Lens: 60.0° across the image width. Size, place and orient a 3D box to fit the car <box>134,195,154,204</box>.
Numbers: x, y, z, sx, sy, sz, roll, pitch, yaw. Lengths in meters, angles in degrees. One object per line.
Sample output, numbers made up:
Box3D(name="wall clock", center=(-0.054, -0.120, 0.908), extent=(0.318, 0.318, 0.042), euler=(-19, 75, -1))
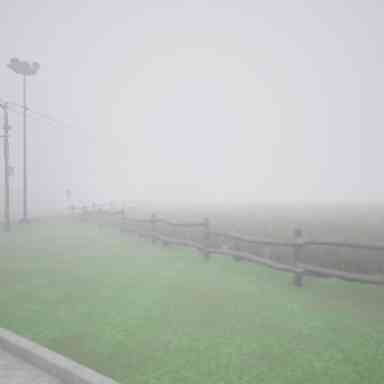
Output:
Box3D(name="car", center=(-10.308, 1.990, 72.190), extent=(1.895, 1.301, 4.718), euler=(0, 0, 10))

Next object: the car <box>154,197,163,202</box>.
Box3D(name="car", center=(-8.533, 1.822, 82.004), extent=(1.994, 1.385, 4.181), euler=(0, 0, 10))

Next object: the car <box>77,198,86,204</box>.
Box3D(name="car", center=(-24.065, 2.012, 74.790), extent=(1.812, 1.442, 4.674), euler=(0, 0, 10))

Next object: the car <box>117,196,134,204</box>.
Box3D(name="car", center=(-13.832, 1.958, 72.374), extent=(2.033, 1.411, 5.357), euler=(0, 0, 10))

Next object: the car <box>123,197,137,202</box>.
Box3D(name="car", center=(-15.421, 1.873, 83.251), extent=(1.994, 1.385, 4.181), euler=(0, 0, 10))

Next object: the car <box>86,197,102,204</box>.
Box3D(name="car", center=(-20.721, 1.936, 73.621), extent=(1.882, 1.535, 5.008), euler=(0, 0, 10))

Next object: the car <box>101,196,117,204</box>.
Box3D(name="car", center=(-17.276, 1.983, 72.997), extent=(2.033, 1.411, 5.357), euler=(0, 0, 10))

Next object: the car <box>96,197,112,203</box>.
Box3D(name="car", center=(-22.304, 1.966, 84.527), extent=(1.895, 1.301, 4.718), euler=(0, 0, 10))

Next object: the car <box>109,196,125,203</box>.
Box3D(name="car", center=(-18.866, 1.823, 83.874), extent=(1.882, 1.535, 5.008), euler=(0, 0, 10))
